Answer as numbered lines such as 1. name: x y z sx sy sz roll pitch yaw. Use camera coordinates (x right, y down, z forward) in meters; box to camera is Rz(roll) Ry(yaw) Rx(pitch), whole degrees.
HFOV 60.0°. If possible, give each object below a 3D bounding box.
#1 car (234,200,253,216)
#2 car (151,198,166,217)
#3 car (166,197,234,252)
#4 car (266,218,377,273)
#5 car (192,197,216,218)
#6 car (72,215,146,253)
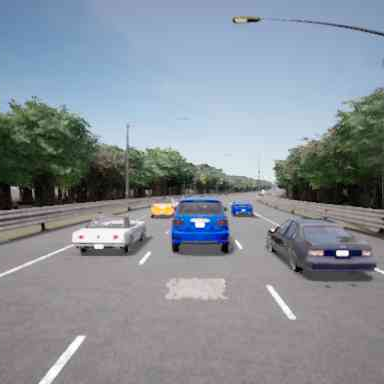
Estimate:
1. car: 4.775 1.463 32.273 1.882 1.535 5.008 0 0 4
2. car: -2.353 1.334 30.533 2.097 1.767 4.553 0 0 3
3. car: 0.359 1.222 14.122 2.150 2.045 5.566 0 0 2
4. car: 3.760 1.551 10.692 2.033 1.411 5.357 0 0 1
5. car: 1.151 1.337 30.505 2.097 1.767 4.553 0 0 4
6. car: -3.154 1.599 13.745 1.895 1.301 4.718 0 0 2
